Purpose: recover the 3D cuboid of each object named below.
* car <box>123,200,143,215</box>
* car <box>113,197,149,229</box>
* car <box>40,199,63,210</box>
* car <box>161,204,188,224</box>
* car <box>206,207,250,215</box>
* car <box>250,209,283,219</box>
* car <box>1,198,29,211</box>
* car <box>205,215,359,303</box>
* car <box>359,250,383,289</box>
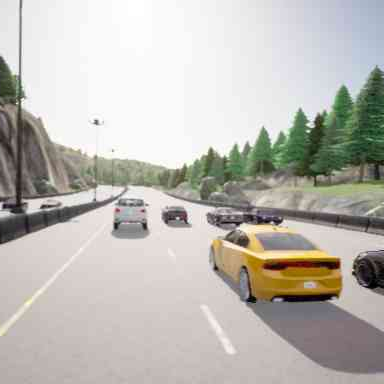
[{"bbox_3d":[-6.889,1.782,38.843,2.128,1.511,4.902,1,-1,-10],"label":"car"},{"bbox_3d":[-4.200,1.385,23.054,2.150,2.045,5.566,1,-2,-9],"label":"car"},{"bbox_3d":[-18.607,1.635,44.371,2.033,1.411,5.357,1,-1,-9],"label":"car"},{"bbox_3d":[-1.496,1.794,28.050,1.837,1.490,4.892,1,-1,-10],"label":"car"},{"bbox_3d":[2.420,1.901,25.895,2.033,1.411,5.357,1,-1,-10],"label":"car"},{"bbox_3d":[5.700,2.047,27.467,1.895,1.301,4.718,1,-1,-10],"label":"car"},{"bbox_3d":[-21.573,1.456,40.788,1.882,1.535,5.008,1,-1,-9],"label":"car"},{"bbox_3d":[1.808,1.620,8.702,1.882,1.535,5.008,1,-1,-10],"label":"car"},{"bbox_3d":[5.575,1.777,7.418,1.994,1.385,4.181,1,-1,-10],"label":"car"}]
